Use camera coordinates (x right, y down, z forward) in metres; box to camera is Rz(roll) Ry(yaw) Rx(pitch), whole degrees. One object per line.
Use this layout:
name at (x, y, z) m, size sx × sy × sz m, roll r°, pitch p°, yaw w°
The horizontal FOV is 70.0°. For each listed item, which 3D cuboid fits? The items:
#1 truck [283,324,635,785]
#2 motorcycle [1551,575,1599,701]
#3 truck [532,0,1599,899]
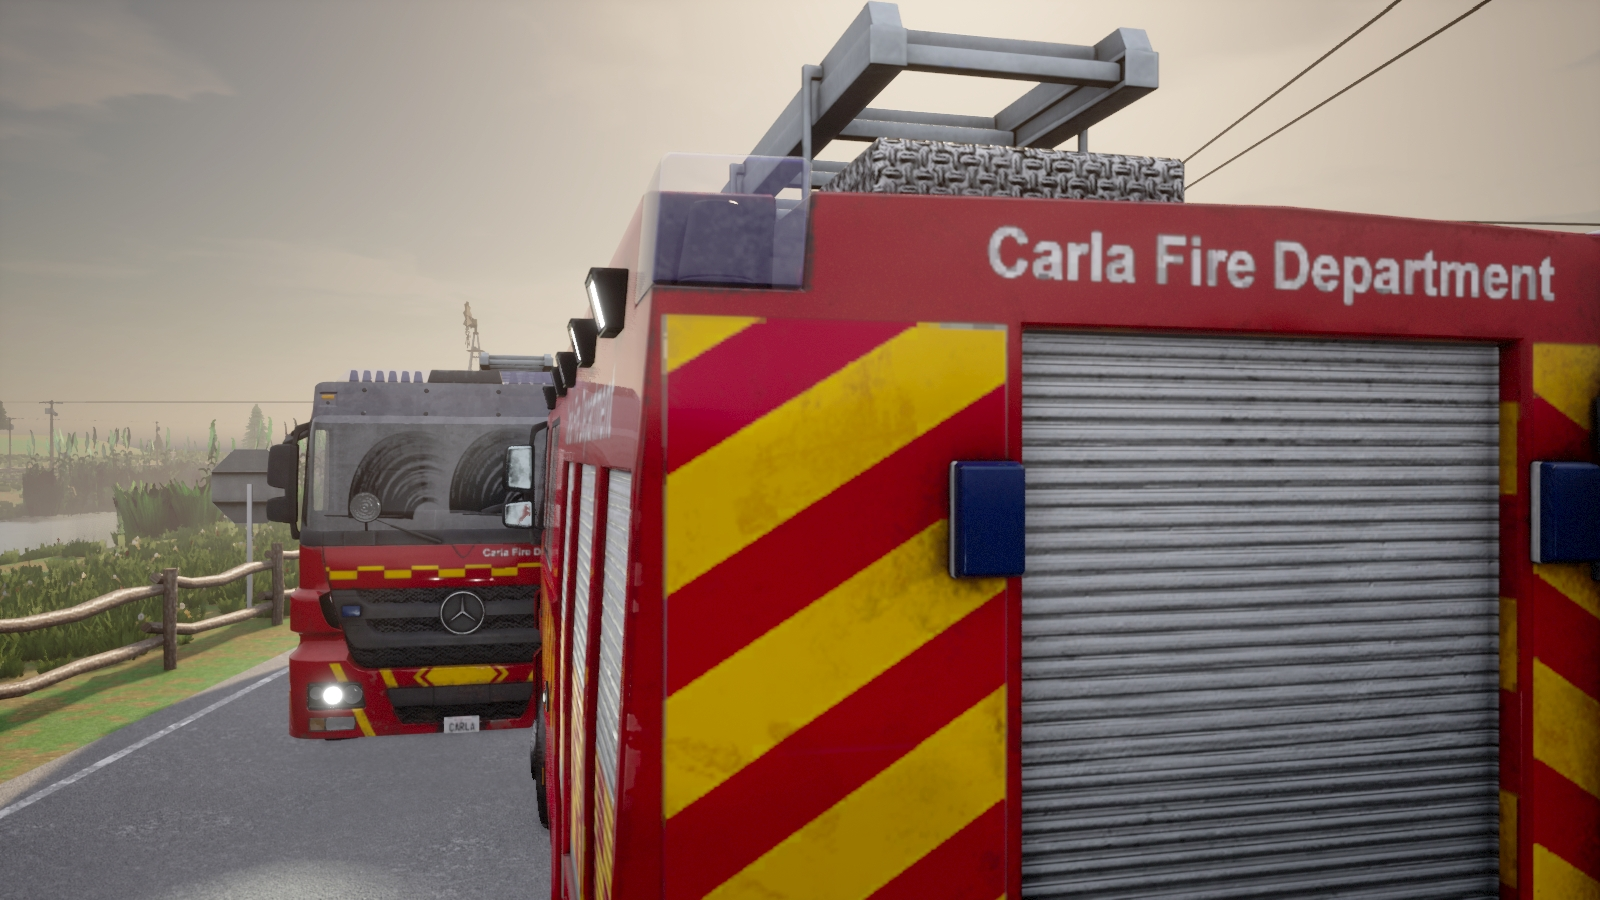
truck at (-3.897, 0.862, 13.930) m, size 2.891 × 3.827 × 8.468 m, roll 0°, pitch 0°, yaw -14°
motorcycle at (9.800, 2.142, 13.159) m, size 1.805 × 1.316 × 0.856 m, roll 0°, pitch 0°, yaw -7°
truck at (-0.066, 0.867, 6.871) m, size 2.891 × 3.827 × 8.468 m, roll 0°, pitch 0°, yaw -14°
